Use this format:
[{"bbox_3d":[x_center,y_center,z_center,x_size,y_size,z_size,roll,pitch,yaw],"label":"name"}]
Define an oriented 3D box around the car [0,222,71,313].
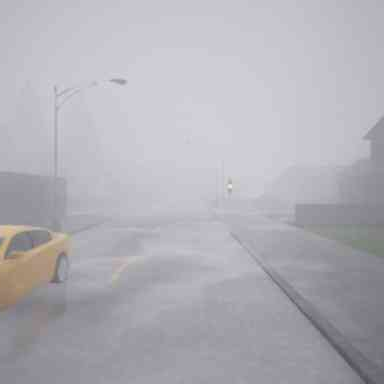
[{"bbox_3d":[-4.072,1.442,6.626,1.882,1.535,5.008,0,0,0],"label":"car"}]
